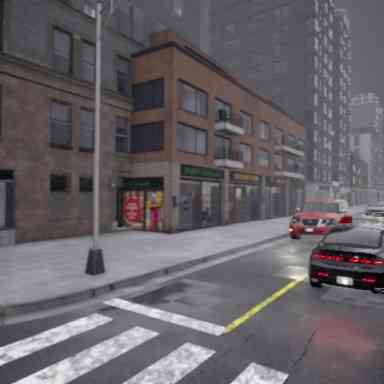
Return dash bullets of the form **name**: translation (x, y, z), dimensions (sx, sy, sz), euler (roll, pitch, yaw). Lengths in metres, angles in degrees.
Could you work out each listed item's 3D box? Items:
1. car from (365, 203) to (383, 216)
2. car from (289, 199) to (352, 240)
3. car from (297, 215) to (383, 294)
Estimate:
- **car**: translation (21.193, 1.966, 38.201), dimensions (2.033, 1.411, 5.357), euler (0, 0, 35)
- **car**: translation (6.894, 1.391, 17.394), dimensions (2.150, 2.045, 5.566), euler (0, 0, 34)
- **car**: translation (4.500, 1.597, 8.828), dimensions (1.837, 1.490, 4.892), euler (0, 0, 34)
